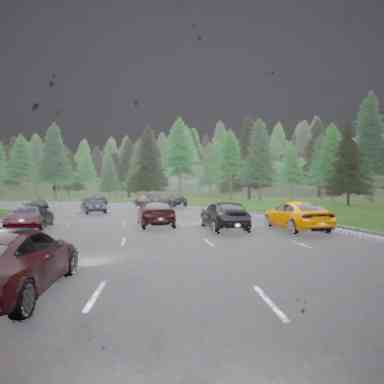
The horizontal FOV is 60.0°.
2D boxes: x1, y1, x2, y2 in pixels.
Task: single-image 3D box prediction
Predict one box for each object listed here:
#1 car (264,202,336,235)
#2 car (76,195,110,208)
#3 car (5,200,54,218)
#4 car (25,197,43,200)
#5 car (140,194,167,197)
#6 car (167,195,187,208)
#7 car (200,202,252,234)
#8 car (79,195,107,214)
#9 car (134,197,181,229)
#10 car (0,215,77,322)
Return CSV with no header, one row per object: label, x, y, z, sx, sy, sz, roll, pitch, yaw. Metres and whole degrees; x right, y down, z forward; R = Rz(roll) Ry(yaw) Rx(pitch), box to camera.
car,5.384,1.240,17.239,1.882,1.535,5.008,0,1,-10
car,-12.832,1.129,42.947,2.128,1.511,4.902,-1,1,-44
car,-9.320,1.429,19.288,1.994,1.385,4.181,-1,1,-13
car,-18.062,1.296,38.009,1.994,1.385,4.181,-1,1,-41
car,-4.954,0.979,37.477,2.097,1.767,4.553,-1,1,-29
car,-2.225,1.081,39.955,1.837,1.490,4.892,0,0,-28
car,1.697,1.291,17.951,1.837,1.490,4.892,0,0,-11
car,-9.325,1.280,31.287,2.033,1.411,5.357,-1,1,-25
car,-2.223,1.281,20.055,1.882,1.535,5.008,0,0,-13
car,-3.820,1.480,6.940,1.812,1.442,4.674,0,1,-5
